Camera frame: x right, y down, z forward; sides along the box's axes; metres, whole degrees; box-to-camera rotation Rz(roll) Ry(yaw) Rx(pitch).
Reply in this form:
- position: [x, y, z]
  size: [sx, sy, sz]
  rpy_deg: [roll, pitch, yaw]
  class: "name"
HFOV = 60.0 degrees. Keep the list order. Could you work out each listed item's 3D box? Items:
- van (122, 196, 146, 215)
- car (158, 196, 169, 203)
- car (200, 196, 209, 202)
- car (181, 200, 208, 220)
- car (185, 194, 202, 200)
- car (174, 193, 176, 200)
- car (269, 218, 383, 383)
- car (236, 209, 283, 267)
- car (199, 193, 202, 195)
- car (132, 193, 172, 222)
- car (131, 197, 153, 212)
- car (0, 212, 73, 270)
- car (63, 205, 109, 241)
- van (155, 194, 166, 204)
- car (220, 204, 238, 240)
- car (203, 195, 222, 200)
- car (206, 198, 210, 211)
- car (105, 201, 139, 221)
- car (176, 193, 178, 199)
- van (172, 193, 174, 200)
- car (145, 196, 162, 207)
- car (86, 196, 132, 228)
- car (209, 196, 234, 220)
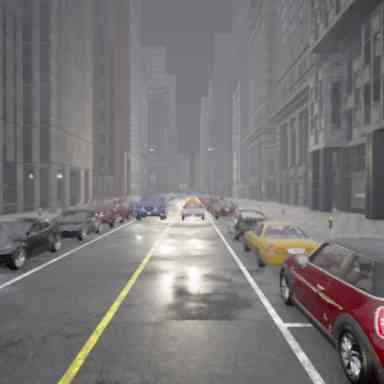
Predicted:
- position: [-5.776, 1.310, 33.510]
  size: [1.690, 1.788, 3.998]
  rpy_deg: [0, 0, 0]
  class: "van"
- position: [-5.786, 1.466, 67.161]
  size: [1.752, 1.417, 4.829]
  rpy_deg: [0, 0, 0]
  class: "car"
- position: [2.737, 1.504, 72.976]
  size: [1.947, 1.339, 4.313]
  rpy_deg: [0, 0, 0]
  class: "car"
- position: [0.091, 1.575, 28.214]
  size: [1.895, 1.301, 4.718]
  rpy_deg: [0, 0, 0]
  class: "car"
- position: [0.027, 1.436, 46.041]
  size: [1.882, 1.535, 5.008]
  rpy_deg: [0, 0, 1]
  class: "car"
- position: [-5.792, 1.373, 84.240]
  size: [1.967, 1.590, 4.097]
  rpy_deg: [0, 0, 0]
  class: "car"
- position: [2.758, 1.435, 5.341]
  size: [1.967, 1.590, 4.097]
  rpy_deg: [0, 0, 0]
  class: "car"
- position: [2.756, 1.515, 11.147]
  size: [1.752, 1.417, 4.829]
  rpy_deg: [0, 0, 0]
  class: "car"
- position: [2.740, 1.386, 61.703]
  size: [1.967, 1.590, 4.097]
  rpy_deg: [0, 0, 0]
  class: "car"
- position: [-3.105, 1.200, 26.754]
  size: [2.150, 2.045, 5.566]
  rpy_deg: [0, 0, 0]
  class: "car"
- position: [-5.778, 1.404, 39.147]
  size: [1.967, 1.590, 4.097]
  rpy_deg: [0, 0, 0]
  class: "car"
- position: [-5.769, 1.555, 10.964]
  size: [1.947, 1.339, 4.313]
  rpy_deg: [0, 0, 0]
  class: "car"
- position: [-5.770, 1.550, 16.600]
  size: [1.947, 1.339, 4.313]
  rpy_deg: [0, 0, 0]
  class: "car"
- position: [-5.785, 1.286, 61.694]
  size: [1.690, 1.788, 3.998]
  rpy_deg: [0, 0, 0]
  class: "van"
- position: [2.755, 1.536, 16.614]
  size: [2.008, 1.369, 4.403]
  rpy_deg: [0, 0, 0]
  class: "car"
- position: [2.747, 1.280, 39.159]
  size: [2.192, 1.841, 5.009]
  rpy_deg: [0, 0, 0]
  class: "car"
- position: [2.749, 1.536, 33.523]
  size: [1.947, 1.339, 4.313]
  rpy_deg: [0, 0, 0]
  class: "car"
- position: [-5.774, 1.519, 27.874]
  size: [1.887, 1.381, 4.507]
  rpy_deg: [0, 0, 0]
  class: "car"
- position: [-5.794, 1.245, 89.877]
  size: [2.192, 1.841, 5.009]
  rpy_deg: [0, 0, 0]
  class: "car"
- position: [-5.791, 1.276, 78.603]
  size: [1.690, 1.788, 3.998]
  rpy_deg: [0, 0, 0]
  class: "van"
- position: [-5.781, 1.395, 50.421]
  size: [1.967, 1.590, 4.097]
  rpy_deg: [0, 0, 0]
  class: "car"
- position: [-5.773, 1.294, 22.236]
  size: [2.192, 1.841, 5.009]
  rpy_deg: [0, 0, 0]
  class: "car"
- position: [2.751, 1.415, 27.886]
  size: [1.967, 1.590, 4.097]
  rpy_deg: [0, 0, 0]
  class: "car"
